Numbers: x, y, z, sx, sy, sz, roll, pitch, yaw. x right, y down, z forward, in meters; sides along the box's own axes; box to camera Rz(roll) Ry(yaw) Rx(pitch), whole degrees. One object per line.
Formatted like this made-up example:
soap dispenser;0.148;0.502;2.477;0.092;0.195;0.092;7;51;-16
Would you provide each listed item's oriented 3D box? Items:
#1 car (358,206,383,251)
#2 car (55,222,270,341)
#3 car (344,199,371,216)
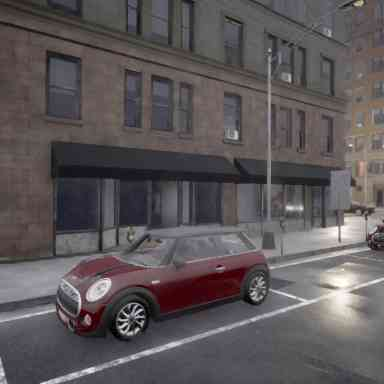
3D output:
car;8.530;1.445;12.801;4.097;1.590;1.967;0;0;-35
car;-0.429;1.441;6.441;4.097;1.590;1.967;0;0;-35
car;14.742;1.404;31.710;1.882;1.535;5.008;1;0;-37
